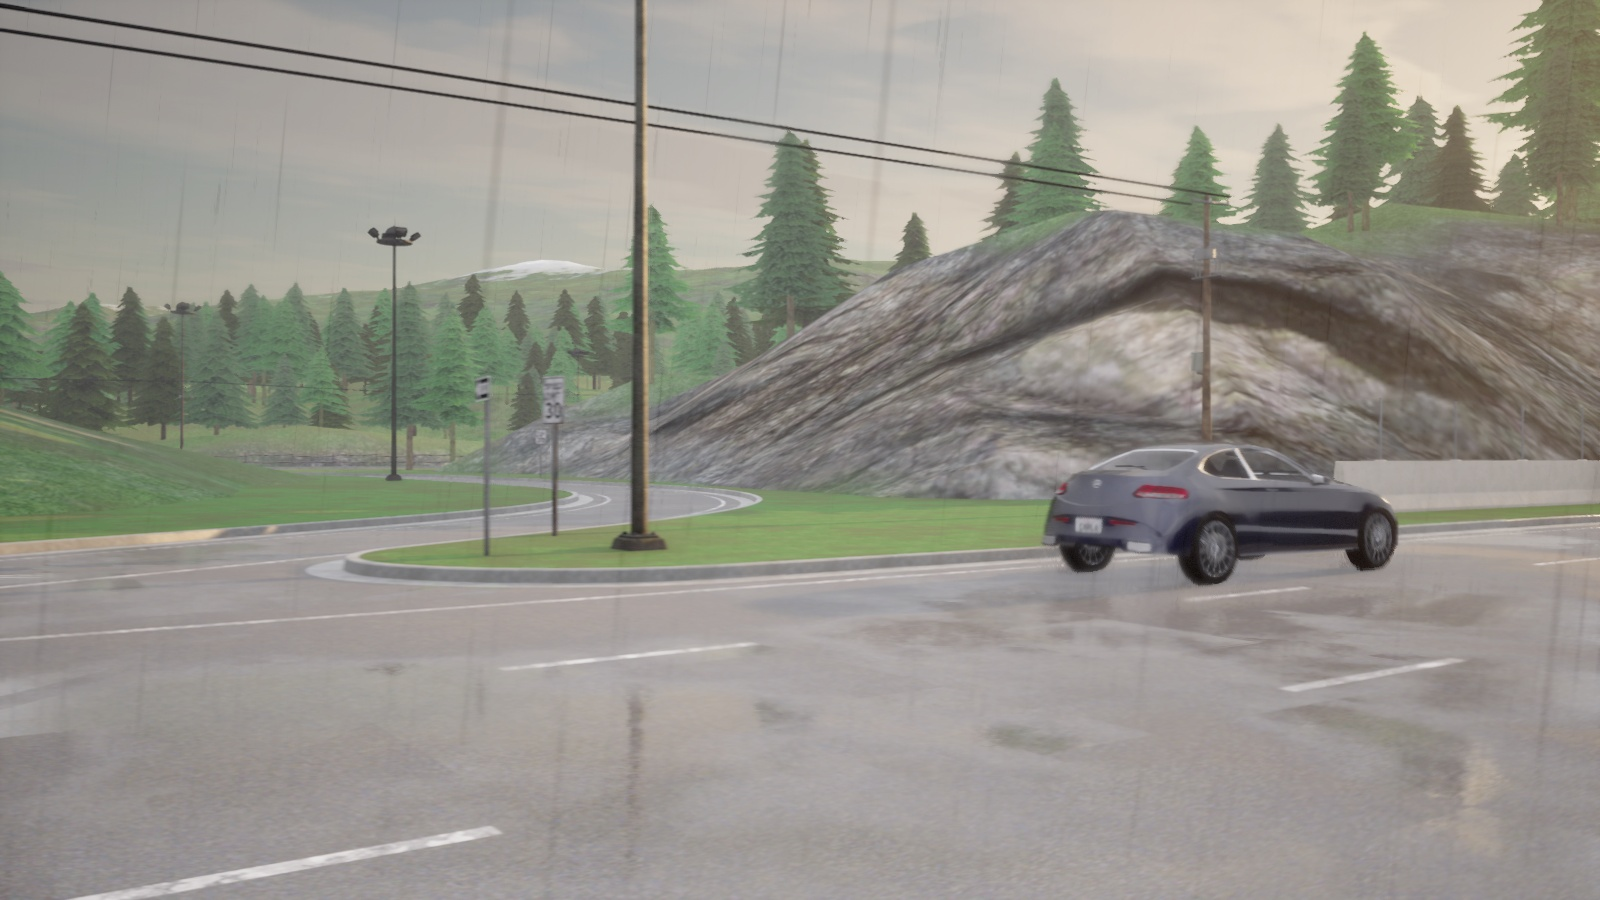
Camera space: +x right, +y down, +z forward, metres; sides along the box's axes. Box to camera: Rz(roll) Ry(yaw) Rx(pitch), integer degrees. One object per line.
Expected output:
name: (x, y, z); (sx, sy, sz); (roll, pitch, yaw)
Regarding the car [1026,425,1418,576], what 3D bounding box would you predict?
car: (5.453, 0.551, 15.984); (5.027, 1.651, 2.152); (0, 0, -35)
